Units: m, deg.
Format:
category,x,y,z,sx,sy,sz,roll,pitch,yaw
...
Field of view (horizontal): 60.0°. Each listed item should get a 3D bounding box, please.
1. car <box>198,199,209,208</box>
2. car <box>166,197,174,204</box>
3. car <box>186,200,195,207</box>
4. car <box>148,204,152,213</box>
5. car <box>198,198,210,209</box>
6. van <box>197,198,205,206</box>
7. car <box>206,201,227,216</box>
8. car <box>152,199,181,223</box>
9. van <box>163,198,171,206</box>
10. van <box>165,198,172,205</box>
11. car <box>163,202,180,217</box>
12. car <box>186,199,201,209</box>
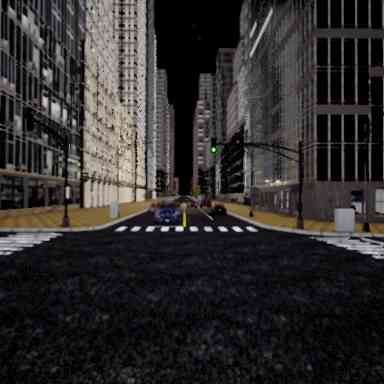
category,x,y,z,sx,sy,sz,roll,pitch,yaw
car,2.379,2.312,67.235,1.967,1.590,4.097,0,-1,-1
car,-6.167,2.479,94.674,2.192,1.841,5.009,0,-1,-1
car,-0.266,2.407,70.999,1.837,1.490,4.892,0,-1,-1
car,-4.965,2.156,44.940,1.802,1.307,4.206,0,-1,-1
car,2.513,2.122,61.710,2.192,1.841,5.009,0,-1,-1
van,2.112,2.342,78.287,1.690,1.788,3.998,0,-1,-1
car,3.096,2.104,39.607,1.947,1.339,4.313,0,-1,-1
car,-2.085,1.740,29.087,2.097,1.767,4.553,0,-1,-2
van,-5.766,2.310,78.097,1.690,1.788,3.998,0,-1,-1
van,-5.900,2.375,83.622,1.690,1.788,3.998,0,-1,-1
car,-2.360,1.991,39.258,1.882,1.535,5.008,0,-1,-1
car,0.058,2.388,60.835,1.895,1.301,4.718,0,-1,-1
